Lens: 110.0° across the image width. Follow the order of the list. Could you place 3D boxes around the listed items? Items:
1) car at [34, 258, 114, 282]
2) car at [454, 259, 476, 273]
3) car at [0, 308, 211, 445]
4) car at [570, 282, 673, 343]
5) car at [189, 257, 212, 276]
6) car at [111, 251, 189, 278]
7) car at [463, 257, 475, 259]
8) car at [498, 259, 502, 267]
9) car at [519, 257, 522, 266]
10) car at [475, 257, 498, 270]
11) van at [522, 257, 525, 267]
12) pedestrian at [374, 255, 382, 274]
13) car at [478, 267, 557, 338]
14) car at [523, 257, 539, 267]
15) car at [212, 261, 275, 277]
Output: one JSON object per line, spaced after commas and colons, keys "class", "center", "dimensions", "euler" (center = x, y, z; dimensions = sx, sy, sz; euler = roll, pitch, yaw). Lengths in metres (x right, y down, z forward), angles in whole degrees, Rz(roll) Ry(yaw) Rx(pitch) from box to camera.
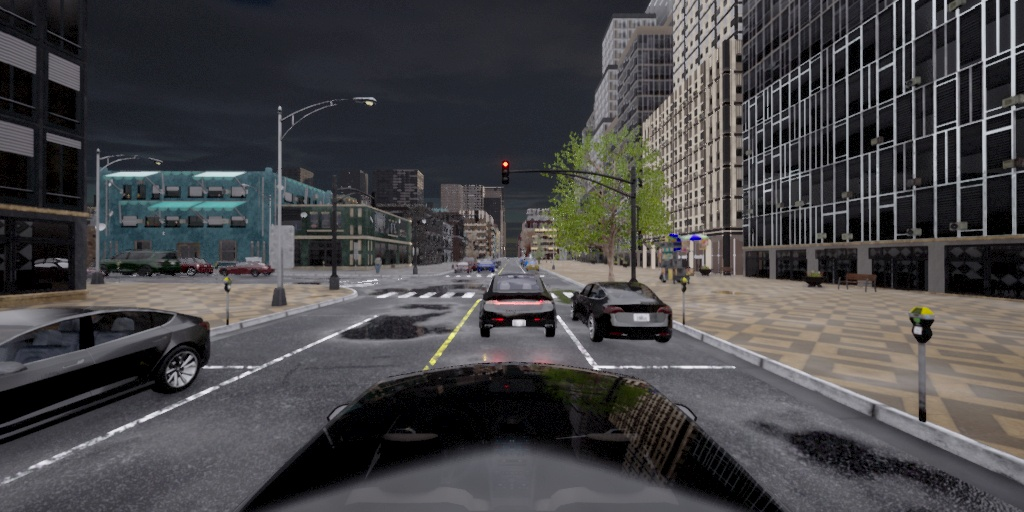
{"class": "car", "center": [-28.242, 0.975, 22.481], "dimensions": [4.207, 1.307, 1.802], "euler": [0, 0, -1]}
{"class": "car", "center": [-5.673, 1.325, 42.015], "dimensions": [1.802, 1.307, 4.207], "euler": [0, 0, 0]}
{"class": "car", "center": [-5.689, 1.315, 4.000], "dimensions": [1.948, 1.339, 4.313], "euler": [0, 0, 0]}
{"class": "car", "center": [2.694, 1.314, 9.536], "dimensions": [1.948, 1.339, 4.313], "euler": [0, 0, 0]}
{"class": "car", "center": [-28.357, 0.872, 30.860], "dimensions": [4.097, 1.591, 1.967], "euler": [0, 0, -1]}
{"class": "car", "center": [-29.443, 0.628, 28.249], "dimensions": [5.566, 2.045, 2.150], "euler": [1, 0, -1]}
{"class": "car", "center": [-5.670, 1.056, 47.566], "dimensions": [2.192, 1.841, 5.009], "euler": [0, 0, 0]}
{"class": "car", "center": [-3.057, 1.305, 54.774], "dimensions": [1.994, 1.385, 4.181], "euler": [0, 0, 1]}
{"class": "car", "center": [2.717, 1.290, 64.218], "dimensions": [2.007, 1.370, 4.403], "euler": [0, 0, 0]}
{"class": "car", "center": [-3.083, 1.220, 43.687], "dimensions": [1.882, 1.535, 5.008], "euler": [0, 0, 0]}
{"class": "van", "center": [2.713, 1.082, 53.116], "dimensions": [1.690, 1.789, 3.998], "euler": [0, 0, 0]}
{"class": "pedestrian", "center": [-12.736, 0.781, 34.022], "dimensions": [0.375, 1.860, 0.375], "euler": [0, -1, -1]}
{"class": "car", "center": [0.114, 1.240, 10.206], "dimensions": [2.128, 1.511, 4.902], "euler": [0, 0, -1]}
{"class": "car", "center": [2.710, 1.267, 47.735], "dimensions": [1.751, 1.417, 4.829], "euler": [0, 0, 0]}
{"class": "car", "center": [-22.809, 1.083, 30.936], "dimensions": [4.207, 1.307, 1.802], "euler": [0, 0, -1]}
